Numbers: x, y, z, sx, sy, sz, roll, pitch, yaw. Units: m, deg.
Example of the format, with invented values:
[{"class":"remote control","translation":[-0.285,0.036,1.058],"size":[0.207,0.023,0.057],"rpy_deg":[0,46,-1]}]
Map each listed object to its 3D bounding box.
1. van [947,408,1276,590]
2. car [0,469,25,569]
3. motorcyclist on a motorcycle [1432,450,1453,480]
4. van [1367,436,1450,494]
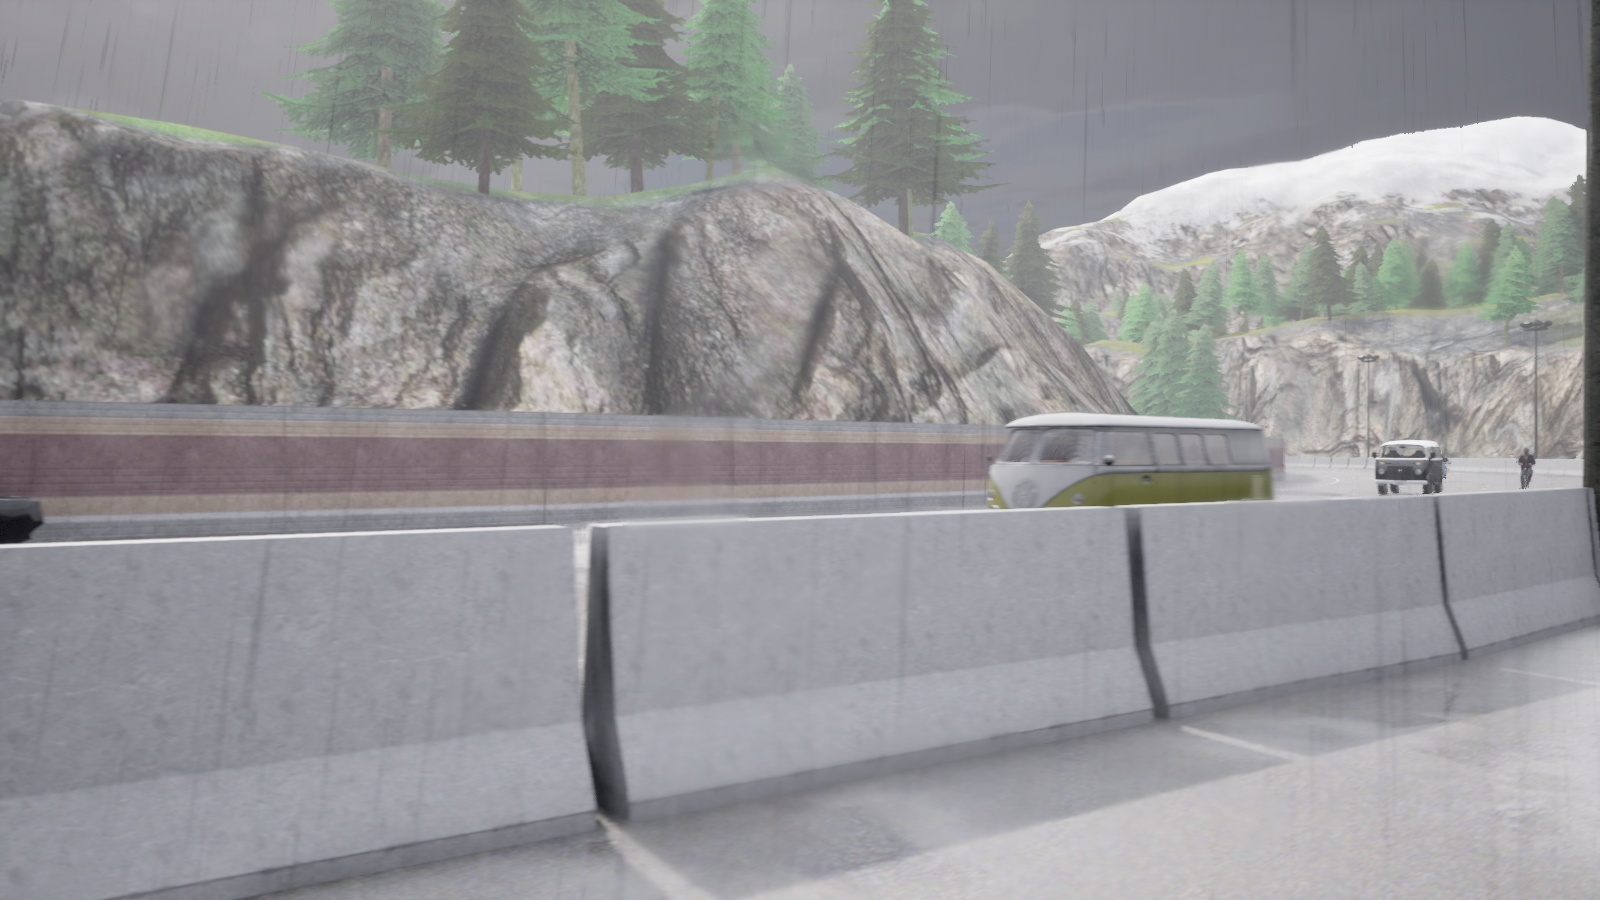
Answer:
[{"class":"van","translation":[4.017,0.532,15.783],"size":[4.442,1.987,1.775],"rpy_deg":[0,0,-41]},{"class":"car","translation":[-12.746,0.920,16.056],"size":[4.718,1.301,1.895],"rpy_deg":[0,0,-35]},{"class":"motorcyclist on a motorcycle","translation":[35.423,0.809,69.250],"size":[0.866,1.590,1.817],"rpy_deg":[3,1,25]},{"class":"van","translation":[22.531,0.546,46.445],"size":[2.069,2.038,4.480],"rpy_deg":[0,0,35]}]
